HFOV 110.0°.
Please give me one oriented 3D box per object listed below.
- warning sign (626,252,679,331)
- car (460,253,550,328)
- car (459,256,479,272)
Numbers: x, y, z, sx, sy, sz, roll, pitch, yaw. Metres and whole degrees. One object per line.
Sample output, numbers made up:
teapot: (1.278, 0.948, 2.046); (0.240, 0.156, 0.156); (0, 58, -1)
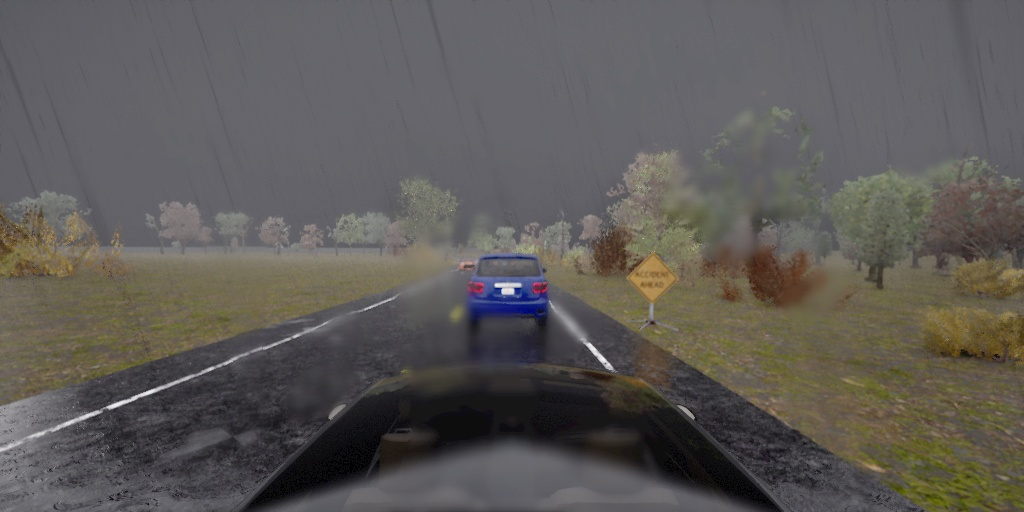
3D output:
warning sign: (3.495, 0.836, 9.020); (1.300, 1.860, 1.060); (0, 0, -1)
car: (-0.061, 0.933, 11.307); (2.150, 2.045, 5.566); (0, 0, 1)
car: (-5.055, 0.901, 42.912); (2.097, 1.767, 4.553); (0, 0, -4)
